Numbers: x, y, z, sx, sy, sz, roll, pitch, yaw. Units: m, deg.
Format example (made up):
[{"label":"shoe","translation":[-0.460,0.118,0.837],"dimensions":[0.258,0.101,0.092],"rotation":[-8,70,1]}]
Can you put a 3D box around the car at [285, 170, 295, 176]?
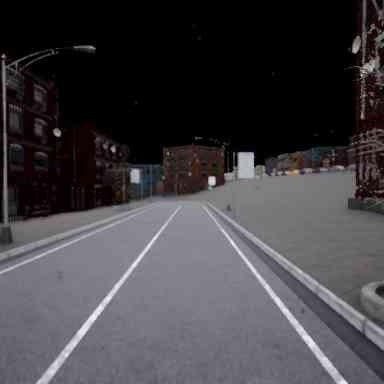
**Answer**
[{"label":"car","translation":[22.450,-3.985,71.743],"dimensions":[2.097,1.535,5.008],"rotation":[0,1,-4]}]

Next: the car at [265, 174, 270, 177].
[{"label":"car","translation":[21.737,-4.310,88.338],"dimensions":[2.231,1.521,4.892],"rotation":[0,1,-1]}]

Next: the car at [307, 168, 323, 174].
[{"label":"car","translation":[23.538,-3.716,60.547],"dimensions":[2.163,1.488,4.792],"rotation":[0,1,-6]}]

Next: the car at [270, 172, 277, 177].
[{"label":"car","translation":[21.865,-4.215,82.821],"dimensions":[2.231,1.521,4.892],"rotation":[0,1,-1]}]

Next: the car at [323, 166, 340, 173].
[{"label":"car","translation":[24.240,-3.589,55.074],"dimensions":[2.002,1.452,4.674],"rotation":[0,1,-7]}]

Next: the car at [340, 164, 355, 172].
[{"label":"car","translation":[25.045,-3.512,49.712],"dimensions":[2.231,1.521,4.892],"rotation":[0,1,-9]}]

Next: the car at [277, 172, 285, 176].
[{"label":"car","translation":[22.098,-4.063,77.279],"dimensions":[2.002,1.452,4.674],"rotation":[0,1,-2]}]

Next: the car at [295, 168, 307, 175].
[{"label":"car","translation":[22.918,-3.993,66.237],"dimensions":[2.185,1.767,4.553],"rotation":[0,1,-5]}]
